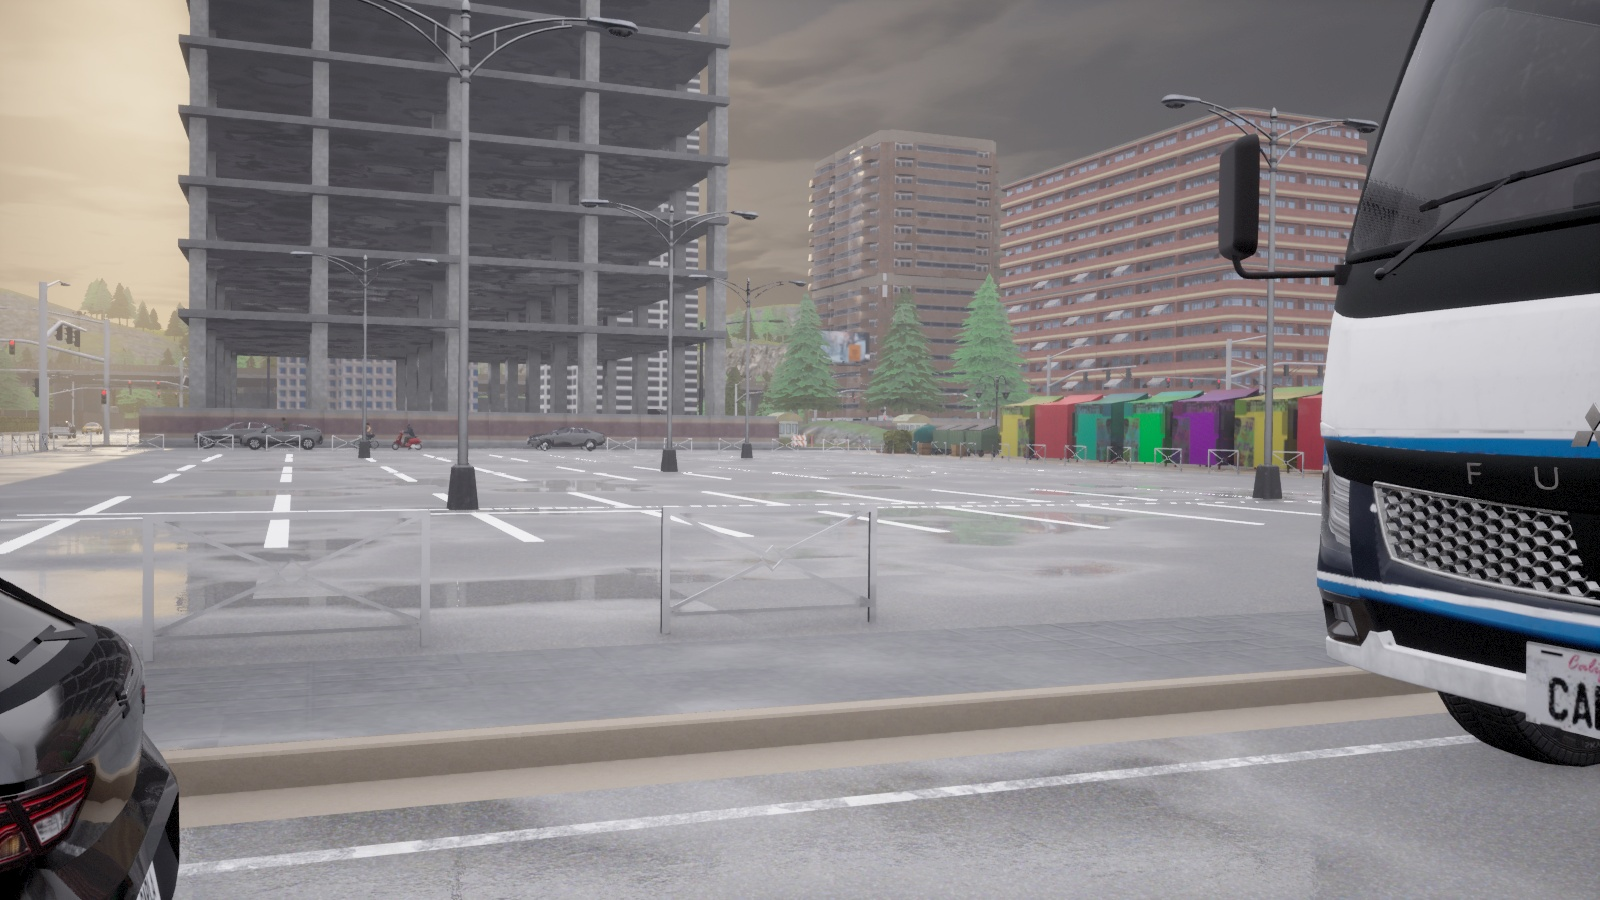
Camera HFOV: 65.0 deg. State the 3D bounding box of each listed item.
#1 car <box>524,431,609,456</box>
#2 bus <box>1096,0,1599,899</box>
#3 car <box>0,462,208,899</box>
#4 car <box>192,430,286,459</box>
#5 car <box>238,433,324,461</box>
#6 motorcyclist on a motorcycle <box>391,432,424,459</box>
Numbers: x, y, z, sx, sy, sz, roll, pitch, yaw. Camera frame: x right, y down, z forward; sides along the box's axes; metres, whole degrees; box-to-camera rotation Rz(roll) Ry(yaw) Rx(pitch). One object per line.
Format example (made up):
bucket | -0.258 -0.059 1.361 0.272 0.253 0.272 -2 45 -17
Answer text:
car | -14.696 -0.426 78.923 4.902 1.511 2.128 -1 1 -22
bus | 6.891 -0.747 5.803 10.273 4.253 3.944 -1 1 -20
car | -3.322 0.815 1.970 4.193 1.474 1.816 -1 1 -21
car | -33.451 -0.338 75.023 5.027 1.651 2.152 -1 1 -22
car | -29.989 -0.169 72.661 4.514 1.525 2.007 -1 1 -22
motorcyclist on a motorcycle | -23.535 -0.275 75.304 1.817 1.590 0.866 -1 1 -22
